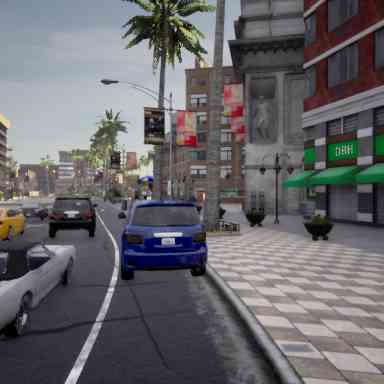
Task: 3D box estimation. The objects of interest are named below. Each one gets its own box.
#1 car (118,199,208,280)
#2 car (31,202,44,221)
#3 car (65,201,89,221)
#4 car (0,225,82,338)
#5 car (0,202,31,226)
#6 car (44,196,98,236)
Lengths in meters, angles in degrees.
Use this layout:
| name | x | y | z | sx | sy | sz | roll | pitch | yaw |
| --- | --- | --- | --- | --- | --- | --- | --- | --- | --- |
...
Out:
| name | x | y | z | sx | sy | sz | roll | pitch | yaw |
| --- | --- | --- | --- | --- | --- | --- | --- | --- | --- |
| car | -1.055 | 1.218 | 10.220 | 2.150 | 2.045 | 5.566 | 0 | 0 | -11 |
| car | -12.782 | 1.513 | 26.746 | 1.812 | 1.442 | 4.674 | 0 | 0 | -18 |
| car | -9.591 | 1.516 | 27.915 | 1.812 | 1.442 | 4.674 | 0 | 0 | -18 |
| car | -3.684 | 1.598 | 6.453 | 1.895 | 1.301 | 4.718 | 0 | 0 | -7 |
| car | -9.388 | 1.469 | 15.974 | 1.882 | 1.535 | 5.008 | 0 | 0 | -16 |
| car | -6.416 | 1.214 | 18.174 | 2.150 | 2.045 | 5.566 | 0 | 0 | -16 |
